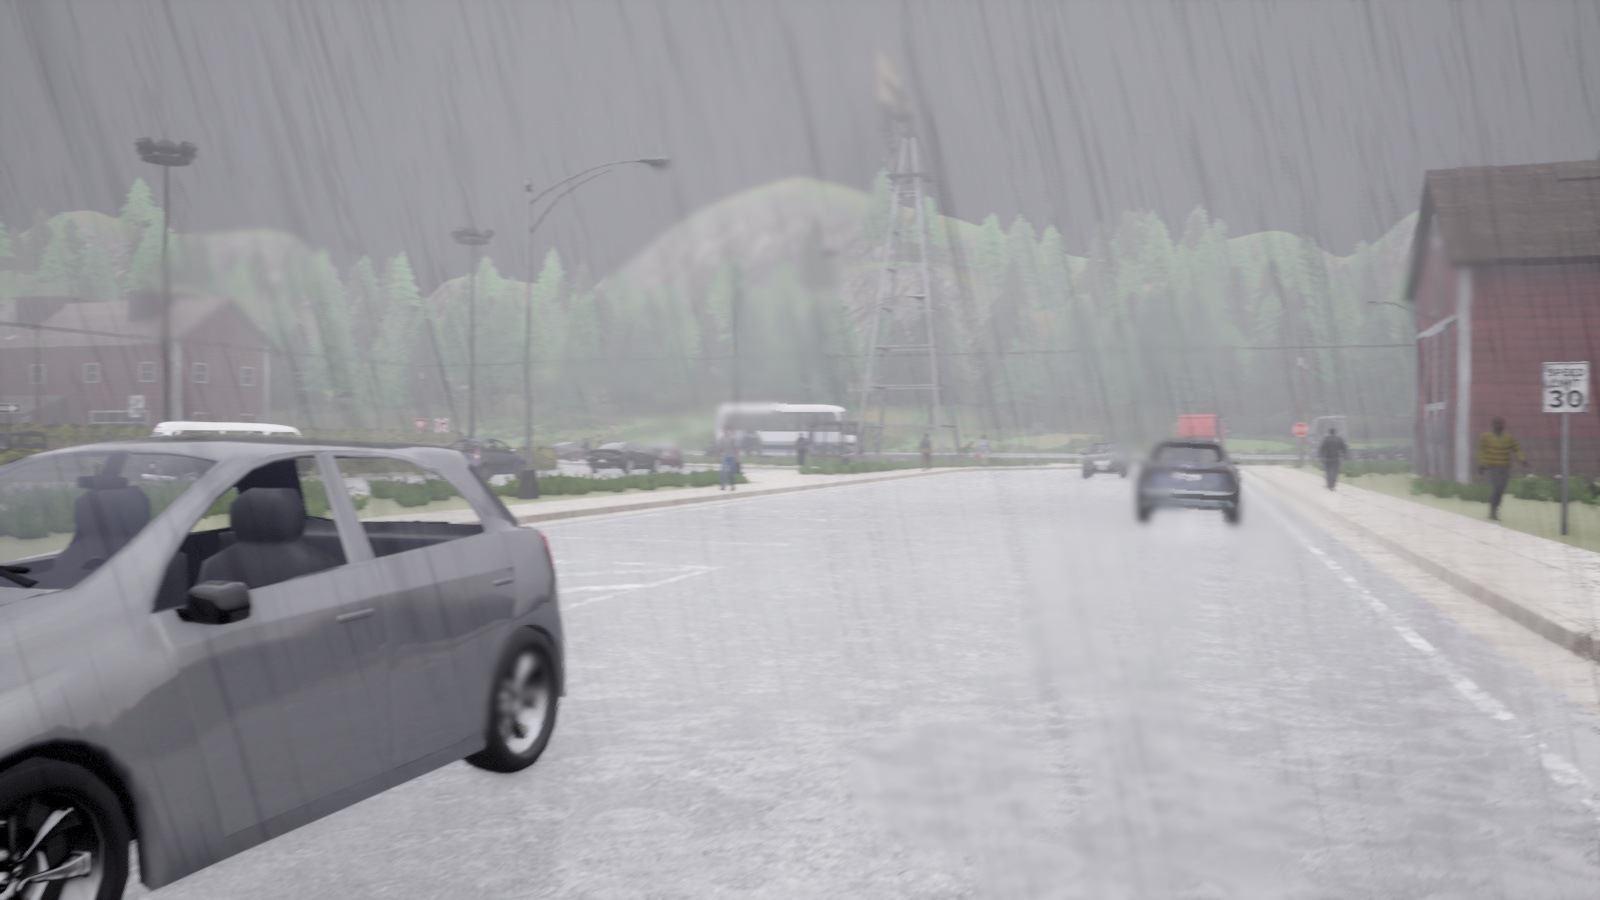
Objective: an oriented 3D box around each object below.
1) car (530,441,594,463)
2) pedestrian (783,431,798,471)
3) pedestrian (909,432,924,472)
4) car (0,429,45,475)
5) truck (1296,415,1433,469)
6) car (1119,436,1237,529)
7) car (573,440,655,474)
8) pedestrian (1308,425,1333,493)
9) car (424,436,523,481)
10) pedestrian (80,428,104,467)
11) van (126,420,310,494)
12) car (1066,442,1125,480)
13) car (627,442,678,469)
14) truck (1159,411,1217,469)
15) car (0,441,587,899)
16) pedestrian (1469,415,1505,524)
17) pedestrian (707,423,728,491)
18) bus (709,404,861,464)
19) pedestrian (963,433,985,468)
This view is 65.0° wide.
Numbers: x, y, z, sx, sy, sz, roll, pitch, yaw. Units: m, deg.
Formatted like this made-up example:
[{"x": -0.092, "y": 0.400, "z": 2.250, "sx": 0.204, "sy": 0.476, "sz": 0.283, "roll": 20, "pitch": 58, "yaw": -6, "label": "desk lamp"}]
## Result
[{"x": -16.968, "y": 0.128, "z": 89.890, "sx": 2.163, "sy": 1.488, "sz": 4.792, "roll": 0, "pitch": 0, "yaw": 24, "label": "car"}, {"x": -0.439, "y": 0.049, "z": 58.312, "sx": 0.540, "sy": 1.848, "sz": 0.694, "roll": 0, "pitch": 0, "yaw": 12, "label": "pedestrian"}, {"x": 5.431, "y": 0.075, "z": 58.508, "sx": 0.540, "sy": 1.848, "sz": 0.694, "roll": 0, "pitch": 0, "yaw": 19, "label": "pedestrian"}, {"x": -33.334, "y": 0.080, "z": 51.374, "sx": 1.905, "sy": 1.878, "sz": 3.866, "roll": 0, "pitch": 0, "yaw": 18, "label": "car"}, {"x": 37.111, "y": -0.562, "z": 82.826, "sx": 7.936, "sy": 3.462, "sz": 2.891, "roll": 0, "pitch": 0, "yaw": 18, "label": "truck"}, {"x": 7.519, "y": 0.561, "z": 24.959, "sx": 2.033, "sy": 1.649, "sz": 4.856, "roll": 0, "pitch": 0, "yaw": 17, "label": "car"}, {"x": -8.802, "y": 0.324, "z": 59.866, "sx": 1.882, "sy": 1.535, "sz": 5.008, "roll": 0, "pitch": 0, "yaw": 18, "label": "car"}, {"x": 14.660, "y": 0.257, "z": 35.374, "sx": 0.563, "sy": 1.883, "sz": 0.849, "roll": 0, "pitch": 0, "yaw": 19, "label": "pedestrian"}, {"x": -12.470, "y": 0.297, "z": 48.246, "sx": 1.851, "sy": 1.617, "sz": 3.988, "roll": 0, "pitch": 0, "yaw": 18, "label": "car"}, {"x": -34.379, "y": -0.123, "z": 60.985, "sx": 0.563, "sy": 1.883, "sz": 0.849, "roll": 0, "pitch": 0, "yaw": 13, "label": "pedestrian"}, {"x": -17.097, "y": 0.169, "z": 36.992, "sx": 4.480, "sy": 2.038, "sz": 2.069, "roll": 0, "pitch": 1, "yaw": -43, "label": "van"}, {"x": 12.615, "y": 0.440, "z": 53.428, "sx": 2.128, "sy": 1.511, "sz": 4.902, "roll": 0, "pitch": 0, "yaw": 17, "label": "car"}, {"x": -8.282, "y": 0.286, "z": 70.192, "sx": 2.163, "sy": 1.488, "sz": 4.792, "roll": 0, "pitch": 0, "yaw": -14, "label": "car"}, {"x": 24.442, "y": -0.597, "z": 78.867, "sx": 2.891, "sy": 3.462, "sz": 7.936, "roll": 0, "pitch": 0, "yaw": 21, "label": "truck"}, {"x": -2.432, "y": 0.722, "z": 4.493, "sx": 1.845, "sy": 1.501, "sz": 3.633, "roll": 0, "pitch": 0, "yaw": 17, "label": "car"}, {"x": 11.846, "y": 0.324, "z": 21.655, "sx": 0.370, "sy": 1.835, "sz": 0.726, "roll": 0, "pitch": 0, "yaw": 15, "label": "pedestrian"}, {"x": -2.232, "y": 0.187, "z": 33.996, "sx": 0.354, "sy": 1.836, "sz": 0.706, "roll": 0, "pitch": 0, "yaw": 16, "label": "pedestrian"}, {"x": -1.072, "y": -1.186, "z": 91.629, "sx": 10.273, "sy": 4.253, "sz": 3.944, "roll": 1, "pitch": 0, "yaw": 18, "label": "bus"}, {"x": 9.345, "y": 0.039, "z": 67.555, "sx": 0.874, "sy": 1.855, "sz": 0.900, "roll": 0, "pitch": 0, "yaw": 33, "label": "pedestrian"}]
